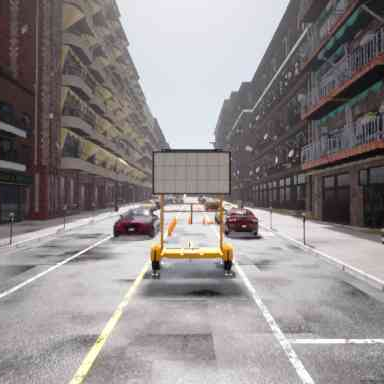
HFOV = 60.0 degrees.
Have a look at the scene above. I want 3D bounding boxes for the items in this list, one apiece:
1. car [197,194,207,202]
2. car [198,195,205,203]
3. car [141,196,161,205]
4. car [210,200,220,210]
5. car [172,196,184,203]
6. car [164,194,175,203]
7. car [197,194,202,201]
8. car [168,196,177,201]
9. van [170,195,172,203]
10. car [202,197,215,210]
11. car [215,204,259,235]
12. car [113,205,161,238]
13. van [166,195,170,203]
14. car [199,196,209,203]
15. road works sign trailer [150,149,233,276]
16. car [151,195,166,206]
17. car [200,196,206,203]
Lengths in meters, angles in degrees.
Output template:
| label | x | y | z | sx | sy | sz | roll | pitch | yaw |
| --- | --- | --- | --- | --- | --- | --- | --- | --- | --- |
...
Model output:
| label | x | y | z | sx | sy | sz | roll | pitch | yaw |
| --- | --- | --- | --- | --- | --- | --- | --- | --- | --- |
| car | 2.545 | 1.552 | 85.080 | 2.192 | 1.841 | 5.009 | 1 | 0 | 0 |
| car | 2.577 | 1.685 | 62.956 | 1.887 | 1.381 | 4.507 | 1 | 0 | 0 |
| car | -5.300 | 1.595 | 40.724 | 1.752 | 1.417 | 4.829 | 2 | 0 | 0 |
| car | 2.583 | 1.555 | 24.412 | 1.752 | 1.417 | 4.829 | 1 | 0 | 0 |
| car | -2.759 | 1.707 | 72.969 | 1.812 | 1.442 | 4.674 | 0 | 0 | 0 |
| car | -5.300 | 1.527 | 79.608 | 2.192 | 1.841 | 5.009 | 1 | 0 | 0 |
| car | 2.576 | 1.707 | 68.486 | 1.887 | 1.381 | 4.507 | 1 | 0 | 0 |
| car | -5.308 | 1.832 | 90.669 | 1.947 | 1.339 | 4.313 | 1 | 0 | 0 |
| van | -5.299 | 1.482 | 63.017 | 1.690 | 1.788 | 3.998 | 1 | 0 | 0 |
| car | 2.580 | 1.614 | 40.832 | 1.887 | 1.381 | 4.507 | 1 | 0 | 0 |
| car | 2.583 | 1.565 | 18.710 | 1.887 | 1.381 | 4.507 | 1 | 0 | 0 |
| car | -2.853 | 1.582 | 17.675 | 1.994 | 1.385 | 4.181 | 0 | 0 | 0 |
| van | -5.297 | 1.460 | 57.485 | 1.690 | 1.788 | 3.998 | 2 | 0 | 0 |
| car | 2.585 | 1.627 | 74.018 | 1.967 | 1.590 | 4.097 | 1 | 0 | 0 |
| road works sign trailer | -0.011 | 0.473 | 10.382 | 2.380 | 3.560 | 2.880 | 0 | 0 | 0 |
| car | -5.295 | 1.400 | 46.426 | 2.192 | 1.841 | 5.009 | 2 | 0 | 0 |
| car | 2.579 | 1.635 | 46.364 | 2.008 | 1.369 | 4.403 | 1 | 0 | 0 |
